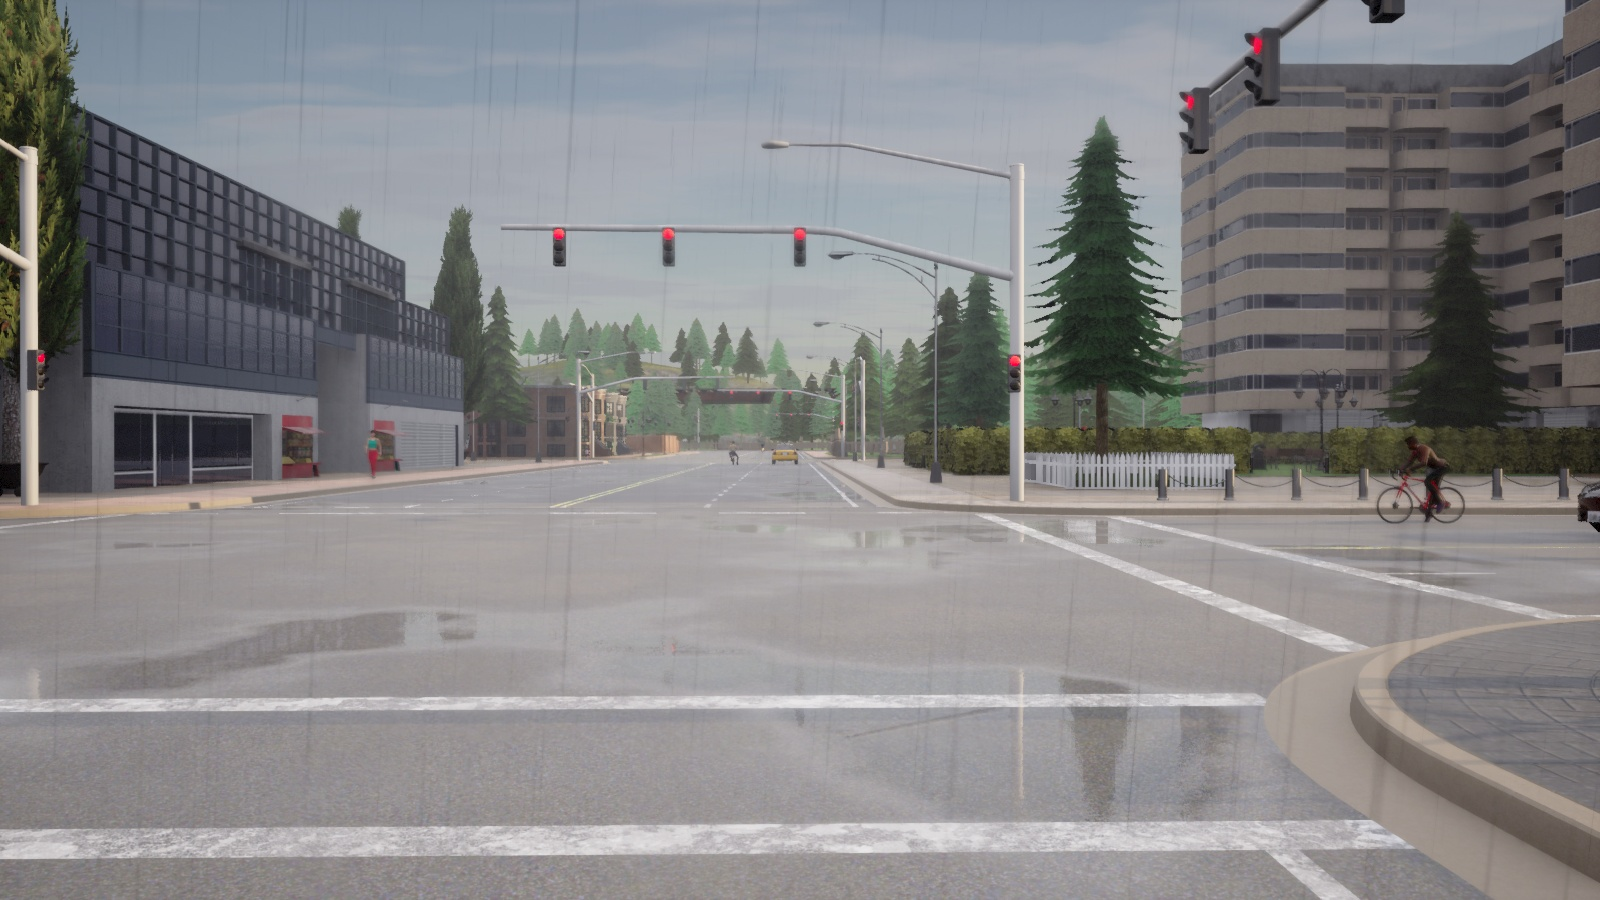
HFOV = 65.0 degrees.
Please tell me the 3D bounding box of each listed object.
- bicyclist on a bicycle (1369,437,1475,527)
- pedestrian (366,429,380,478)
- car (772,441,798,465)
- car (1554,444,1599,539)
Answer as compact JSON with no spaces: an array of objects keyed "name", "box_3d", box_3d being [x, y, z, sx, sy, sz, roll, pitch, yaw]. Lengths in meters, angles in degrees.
[{"name":"bicyclist on a bicycle","box_3d":[11.414,0.578,23.080,1.656,1.620,0.582,0,0,-1]},{"name":"pedestrian","box_3d":[-15.983,0.127,47.002,0.345,1.836,0.594,0,0,-1]},{"name":"car","box_3d":[-1.048,0.189,87.747,1.801,1.575,5.366,0,0,-1]},{"name":"car","box_3d":[14.827,0.647,19.625,4.792,1.488,2.163,0,0,-1]}]
